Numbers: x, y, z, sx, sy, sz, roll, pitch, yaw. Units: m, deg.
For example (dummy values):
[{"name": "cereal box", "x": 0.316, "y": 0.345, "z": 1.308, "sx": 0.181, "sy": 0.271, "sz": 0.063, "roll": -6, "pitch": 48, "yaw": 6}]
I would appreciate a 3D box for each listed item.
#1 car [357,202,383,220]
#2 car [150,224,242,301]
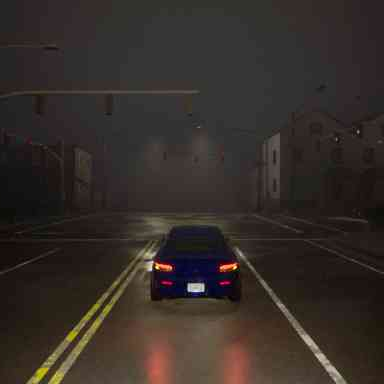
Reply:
[{"name": "car", "x": 16.378, "y": 1.526, "z": 27.930, "sx": 4.674, "sy": 1.442, "sz": 1.812, "roll": 0, "pitch": 0, "yaw": -1}, {"name": "car", "x": 0.089, "y": 1.526, "z": 8.184, "sx": 1.812, "sy": 1.442, "sz": 4.674, "roll": 0, "pitch": 0, "yaw": 0}]
